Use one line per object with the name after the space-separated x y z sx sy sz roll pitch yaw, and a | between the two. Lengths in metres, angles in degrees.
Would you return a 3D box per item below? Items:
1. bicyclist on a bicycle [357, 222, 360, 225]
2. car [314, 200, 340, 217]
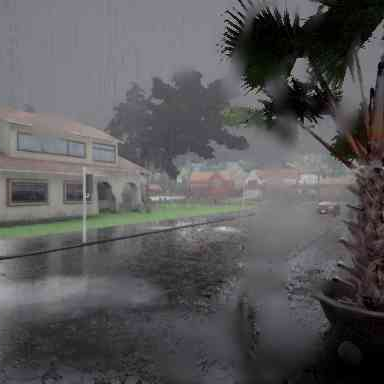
9.386 1.349 17.135 1.656 1.620 0.582 0 0 30 | bicyclist on a bicycle
12.804 1.526 31.497 1.812 1.442 4.674 0 0 30 | car
